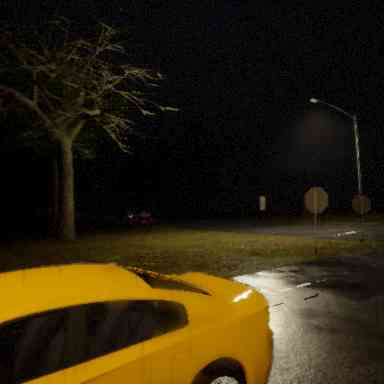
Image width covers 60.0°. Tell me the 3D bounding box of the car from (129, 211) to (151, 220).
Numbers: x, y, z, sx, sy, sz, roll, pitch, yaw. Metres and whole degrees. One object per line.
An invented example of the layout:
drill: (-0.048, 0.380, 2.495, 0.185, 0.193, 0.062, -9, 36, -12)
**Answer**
car: (-8.790, 4.134, 58.616, 1.812, 1.442, 4.674, -2, -1, -34)

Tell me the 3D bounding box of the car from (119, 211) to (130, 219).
car: (-12.502, 4.380, 63.980, 1.837, 1.490, 4.892, -2, -1, -34)

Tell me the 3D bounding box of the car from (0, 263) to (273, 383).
car: (-1.478, 1.475, 2.814, 5.008, 1.535, 1.882, 0, 0, -36)
